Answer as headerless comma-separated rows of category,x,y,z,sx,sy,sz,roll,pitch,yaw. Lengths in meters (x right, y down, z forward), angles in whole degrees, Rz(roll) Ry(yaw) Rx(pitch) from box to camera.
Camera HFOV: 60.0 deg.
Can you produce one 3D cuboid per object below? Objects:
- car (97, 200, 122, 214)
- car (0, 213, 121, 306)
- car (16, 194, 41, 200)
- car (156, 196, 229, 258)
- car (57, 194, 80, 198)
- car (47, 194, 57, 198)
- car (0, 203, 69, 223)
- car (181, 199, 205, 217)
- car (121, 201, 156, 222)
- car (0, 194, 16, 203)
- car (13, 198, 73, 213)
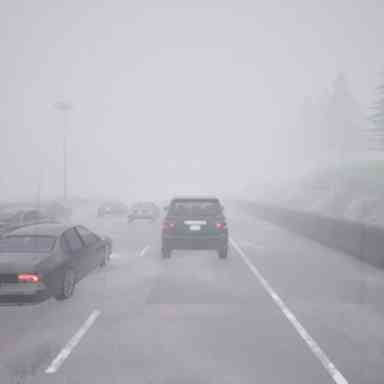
car,-6.904,1.375,29.373,1.994,1.385,4.181,0,0,0
car,-3.403,1.494,8.147,2.033,1.411,5.357,0,0,0
car,-28.031,1.133,57.830,1.837,1.490,4.892,0,1,1
car,0.098,1.140,12.555,2.150,2.045,5.566,0,0,0
car,-21.043,1.133,57.782,1.837,1.490,4.892,0,0,1
car,-24.528,1.145,59.226,1.812,1.442,4.674,0,0,1
car,-6.903,1.418,13.408,1.837,1.490,4.892,0,0,0
car,0.096,1.374,29.357,1.994,1.385,4.181,0,0,0
car,-3.404,1.391,24.286,2.033,1.411,5.357,0,0,0
car,-31.520,1.156,57.667,1.812,1.442,4.674,0,0,0
car,-10.404,1.392,24.110,2.033,1.411,5.357,0,0,0
